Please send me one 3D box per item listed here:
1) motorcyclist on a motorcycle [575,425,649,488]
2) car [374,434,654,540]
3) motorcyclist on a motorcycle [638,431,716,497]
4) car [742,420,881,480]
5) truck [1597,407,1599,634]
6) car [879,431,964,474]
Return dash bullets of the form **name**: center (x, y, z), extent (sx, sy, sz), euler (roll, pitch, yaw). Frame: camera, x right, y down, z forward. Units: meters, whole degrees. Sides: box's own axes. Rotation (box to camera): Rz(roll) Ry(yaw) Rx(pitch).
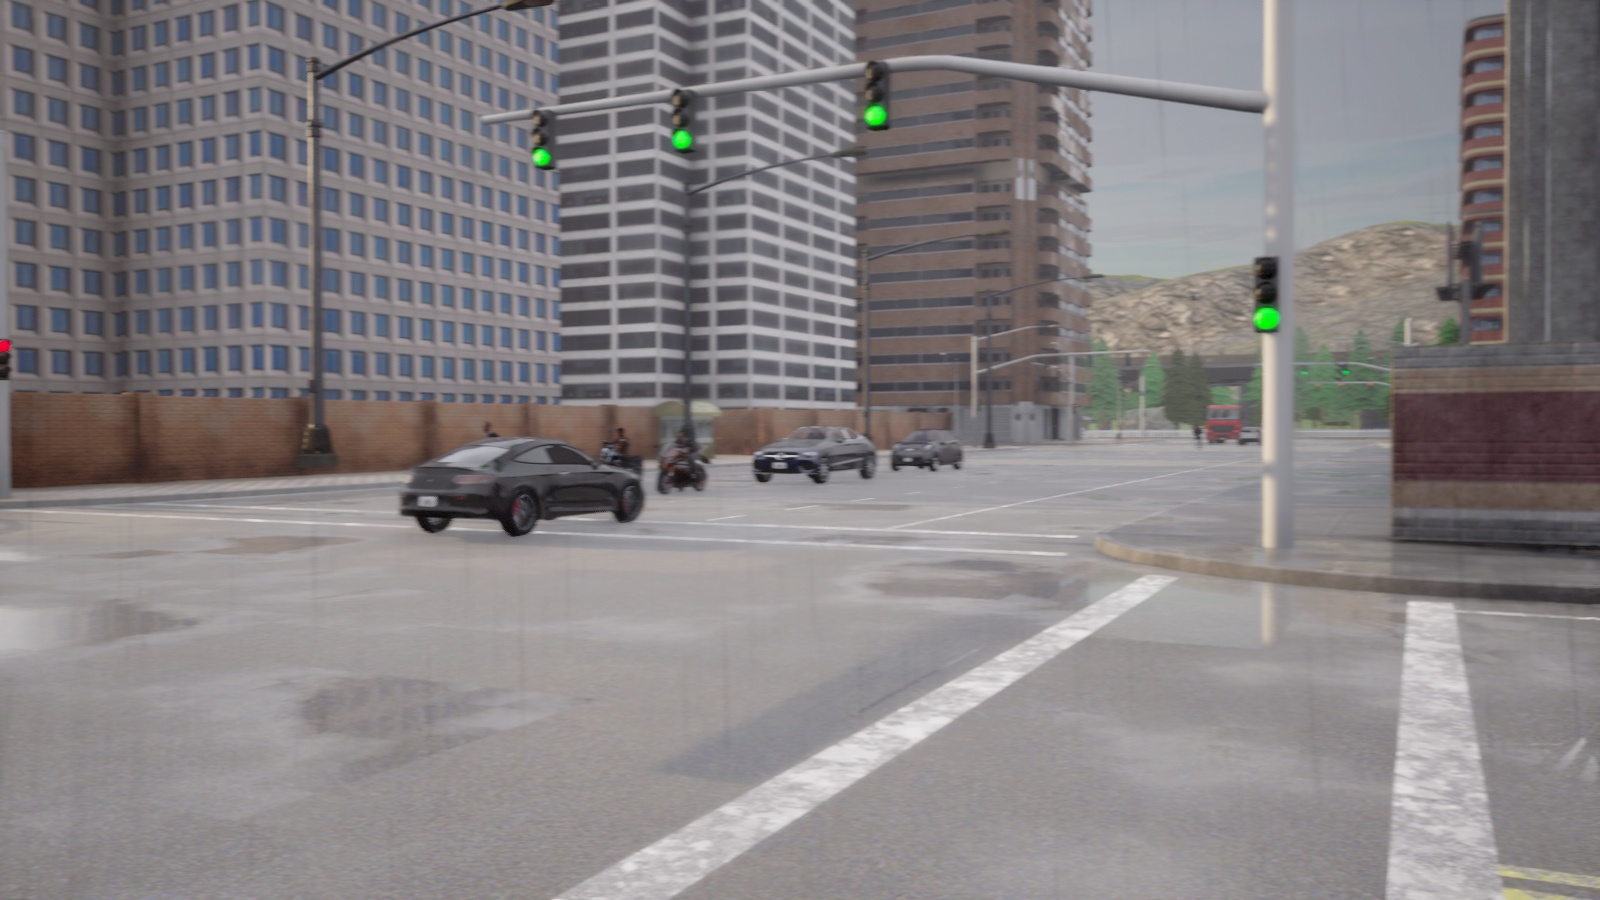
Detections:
- **motorcyclist on a motorcycle**: center (-5.097, 0.157, 34.169), extent (0.766, 1.649, 2.350), euler (1, 1, 27)
- **car**: center (-4.336, 0.487, 19.877), extent (1.812, 1.442, 4.674), euler (1, 1, 25)
- **motorcyclist on a motorcycle**: center (-2.974, 0.312, 30.593), extent (0.866, 1.530, 2.191), euler (1, 1, 27)
- **car**: center (0.432, -0.054, 37.382), extent (2.152, 1.651, 5.027), euler (1, 1, 27)
- **truck**: center (9.440, -0.427, 6.682), extent (8.468, 3.827, 2.891), euler (1, 1, 26)
- **car**: center (4.437, 0.053, 45.366), extent (1.845, 1.501, 3.633), euler (1, 1, 27)
